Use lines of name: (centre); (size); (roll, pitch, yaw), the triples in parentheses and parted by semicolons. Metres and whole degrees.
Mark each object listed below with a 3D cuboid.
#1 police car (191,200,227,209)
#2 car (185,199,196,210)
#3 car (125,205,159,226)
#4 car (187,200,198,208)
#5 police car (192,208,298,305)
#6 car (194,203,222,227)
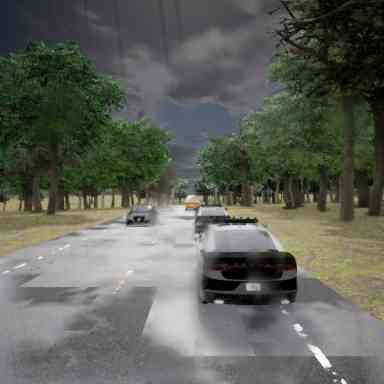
police car: (1.068, 1.474, 18.309); (1.930, 1.638, 5.238); (0, 0, 0)
car: (0.089, 1.738, 46.235); (1.882, 1.535, 5.008); (0, -1, 1)
car: (-3.476, 1.644, 23.898); (1.994, 1.385, 4.181); (0, 0, 0)
car: (0.060, 2.146, 60.726); (1.895, 1.301, 4.718); (0, -1, 0)
police car: (1.058, 1.436, 8.307); (1.930, 1.638, 5.238); (0, 0, 0)
car: (1.074, 1.607, 24.199); (1.812, 1.442, 4.674); (0, 0, 0)
